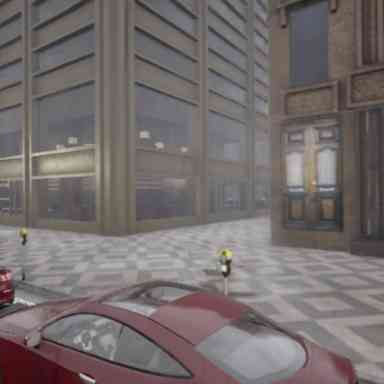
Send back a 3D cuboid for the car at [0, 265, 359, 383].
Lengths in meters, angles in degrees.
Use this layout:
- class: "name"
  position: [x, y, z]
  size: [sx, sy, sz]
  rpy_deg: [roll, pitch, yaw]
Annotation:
- class: "car"
  position: [-0.560, 1.604, 3.364]
  size: [4.206, 1.307, 1.802]
  rpy_deg: [-1, 0, 36]
